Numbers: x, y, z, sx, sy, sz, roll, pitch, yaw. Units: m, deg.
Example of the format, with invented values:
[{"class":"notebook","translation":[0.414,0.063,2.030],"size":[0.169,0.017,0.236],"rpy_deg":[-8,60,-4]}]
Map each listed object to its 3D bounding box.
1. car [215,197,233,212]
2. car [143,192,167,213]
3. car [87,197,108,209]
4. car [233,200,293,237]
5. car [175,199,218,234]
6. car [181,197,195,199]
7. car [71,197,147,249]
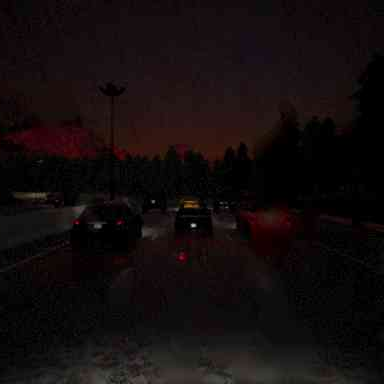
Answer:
[{"class":"car","translation":[3.184,1.255,34.208],"size":[2.128,1.511,4.902],"rpy_deg":[0,0,-4]},{"class":"car","translation":[-3.743,0.991,33.382],"size":[2.150,2.045,5.566],"rpy_deg":[0,0,-3]},{"class":"car","translation":[-11.775,1.314,41.560],"size":[1.895,1.301,4.718],"rpy_deg":[0,0,-8]},{"class":"car","translation":[3.573,1.233,17.185],"size":[2.097,1.767,4.553],"rpy_deg":[0,0,0]},{"class":"car","translation":[0.072,1.365,18.280],"size":[2.128,1.511,4.902],"rpy_deg":[0,0,0]},{"class":"car","translation":[-0.456,1.230,35.772],"size":[1.882,1.535,5.008],"rpy_deg":[0,0,-5]},{"class":"car","translation":[-3.422,1.253,14.173],"size":[2.097,1.767,4.553],"rpy_deg":[0,0,0]}]
